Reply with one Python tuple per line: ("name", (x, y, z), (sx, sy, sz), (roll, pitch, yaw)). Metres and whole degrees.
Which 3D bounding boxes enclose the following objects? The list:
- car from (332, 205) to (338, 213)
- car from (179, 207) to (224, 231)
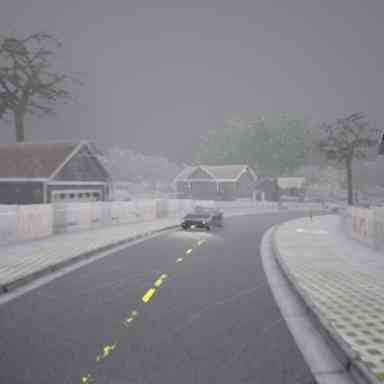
("car", (26.614, 3.035, 59.795), (2.033, 1.411, 5.357), (1, -1, 37))
("car", (0.846, 1.744, 22.430), (2.033, 1.411, 5.357), (1, -1, 17))
